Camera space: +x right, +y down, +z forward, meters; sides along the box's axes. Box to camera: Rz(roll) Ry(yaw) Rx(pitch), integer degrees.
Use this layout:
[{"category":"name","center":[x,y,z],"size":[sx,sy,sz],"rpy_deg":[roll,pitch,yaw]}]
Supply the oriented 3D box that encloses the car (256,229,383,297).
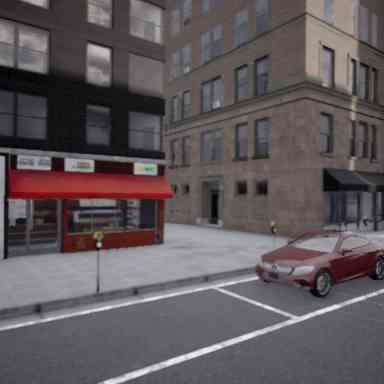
[{"category":"car","center":[3.552,1.668,8.731],"size":[4.206,1.307,1.802],"rpy_deg":[1,0,-35]}]
